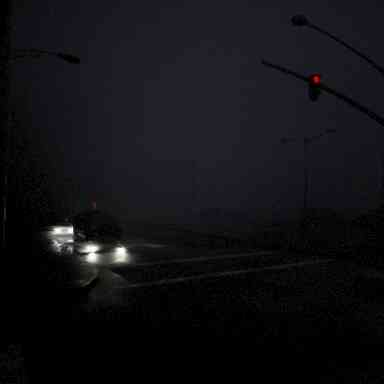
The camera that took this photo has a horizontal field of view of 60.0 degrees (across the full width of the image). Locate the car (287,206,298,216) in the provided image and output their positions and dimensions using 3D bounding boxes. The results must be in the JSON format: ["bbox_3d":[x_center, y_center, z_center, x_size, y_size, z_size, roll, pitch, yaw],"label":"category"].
[{"bbox_3d":[19.033,3.465,59.807,1.905,1.878,3.866,2,-2,-31],"label":"car"}]

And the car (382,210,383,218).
[{"bbox_3d":[38.556,4.283,63.259,1.970,1.475,3.806,2,-2,-31],"label":"car"}]

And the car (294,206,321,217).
[{"bbox_3d":[21.303,3.593,61.662,1.932,1.855,4.605,2,-2,-31],"label":"car"}]

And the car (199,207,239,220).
[{"bbox_3d":[3.285,2.770,41.663,2.007,1.523,4.514,2,-2,-31],"label":"car"}]

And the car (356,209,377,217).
[{"bbox_3d":[37.261,4.506,71.147,1.845,1.501,3.633,2,-2,-31],"label":"car"}]

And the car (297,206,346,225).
[{"bbox_3d":[14.411,2.632,36.698,1.932,1.855,4.605,2,-2,-31],"label":"car"}]

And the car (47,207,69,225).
[{"bbox_3d":[-11.623,2.071,29.588,2.128,1.511,4.902,2,-2,-31],"label":"car"}]

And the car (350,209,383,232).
[{"bbox_3d":[15.676,2.361,28.270,1.905,1.878,3.866,2,-2,-31],"label":"car"}]

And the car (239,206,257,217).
[{"bbox_3d":[8.090,3.102,53.187,2.152,1.636,5.027,2,-2,-31],"label":"car"}]

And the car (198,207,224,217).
[{"bbox_3d":[2.768,2.954,49.588,1.970,1.475,3.806,2,-2,-31],"label":"car"}]

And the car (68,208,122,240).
[{"bbox_3d":[-5.650,1.853,19.644,1.882,1.535,5.008,2,-2,-31],"label":"car"}]

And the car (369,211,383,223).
[{"bbox_3d":[25.428,3.249,42.526,2.007,1.523,4.514,2,-2,-31],"label":"car"}]
